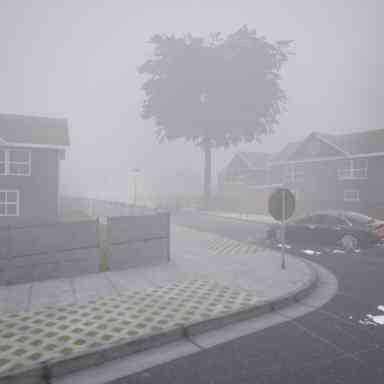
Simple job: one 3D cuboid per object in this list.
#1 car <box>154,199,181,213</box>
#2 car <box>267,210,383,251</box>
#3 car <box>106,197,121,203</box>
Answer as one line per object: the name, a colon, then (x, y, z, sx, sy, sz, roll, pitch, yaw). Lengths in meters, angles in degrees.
car: (-2.751, 1.527, 36.789, 2.128, 1.511, 4.902, 0, 0, -23)
car: (5.567, 1.541, 14.253, 4.892, 1.490, 1.837, 0, 6, 42)
car: (-12.502, 1.530, 52.350, 1.812, 1.442, 4.674, 0, 0, -23)
